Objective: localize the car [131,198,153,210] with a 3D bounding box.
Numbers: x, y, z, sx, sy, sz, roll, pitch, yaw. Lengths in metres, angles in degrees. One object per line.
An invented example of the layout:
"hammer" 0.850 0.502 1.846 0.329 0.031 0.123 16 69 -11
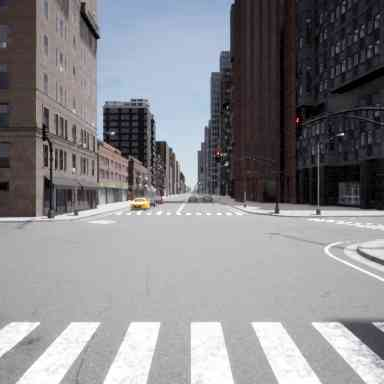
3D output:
"car" -6.514 1.486 42.186 1.882 1.535 5.008 0 0 0

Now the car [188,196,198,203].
"car" 0.166 1.527 71.805 2.128 1.511 4.902 0 0 0

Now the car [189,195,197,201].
"car" 0.163 1.558 82.119 1.994 1.385 4.181 0 0 0

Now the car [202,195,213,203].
"car" 3.391 1.533 70.952 2.128 1.511 4.902 0 0 0

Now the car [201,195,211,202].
"car" 3.412 1.501 81.372 2.128 1.511 4.902 0 0 0

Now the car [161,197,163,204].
"car" -6.440 1.489 61.857 1.882 1.535 5.008 0 0 0

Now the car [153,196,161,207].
"car" -6.481 1.574 51.436 1.994 1.385 4.181 0 0 1
